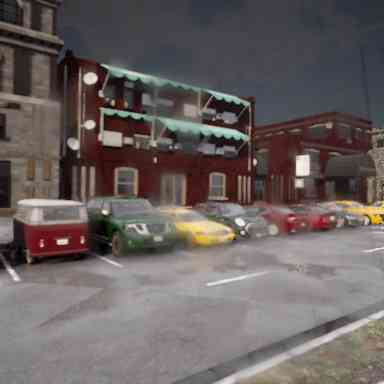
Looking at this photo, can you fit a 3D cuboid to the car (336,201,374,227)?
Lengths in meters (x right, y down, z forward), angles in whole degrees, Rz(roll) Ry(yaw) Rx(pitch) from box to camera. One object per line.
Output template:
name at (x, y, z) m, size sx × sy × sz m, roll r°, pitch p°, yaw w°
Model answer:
car at (8.495, 1.411, 21.405) m, size 2.231 × 1.521 × 4.892 m, roll 0°, pitch 0°, yaw -35°

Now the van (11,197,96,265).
van at (-5.167, 1.250, 11.839) m, size 1.878 × 1.987 × 4.442 m, roll 0°, pitch 0°, yaw -35°

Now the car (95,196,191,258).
car at (-2.718, 1.217, 13.397) m, size 2.435 × 2.045 × 5.566 m, roll 0°, pitch 0°, yaw -35°

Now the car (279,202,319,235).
car at (3.969, 1.437, 18.176) m, size 2.097 × 1.535 × 5.008 m, roll 0°, pitch 0°, yaw -35°

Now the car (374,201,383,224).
car at (10.863, 1.396, 23.085) m, size 2.097 × 1.535 × 5.008 m, roll 0°, pitch 0°, yaw -35°

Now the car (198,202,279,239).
car at (1.682, 1.323, 16.597) m, size 2.185 × 1.767 × 4.553 m, roll 0°, pitch 0°, yaw -35°

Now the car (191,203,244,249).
car at (-0.358, 1.457, 14.882) m, size 1.946 × 1.575 × 5.366 m, roll 0°, pitch 0°, yaw -35°

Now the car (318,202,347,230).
car at (6.216, 1.454, 19.814) m, size 2.163 × 1.488 × 4.792 m, roll 0°, pitch 0°, yaw -35°
